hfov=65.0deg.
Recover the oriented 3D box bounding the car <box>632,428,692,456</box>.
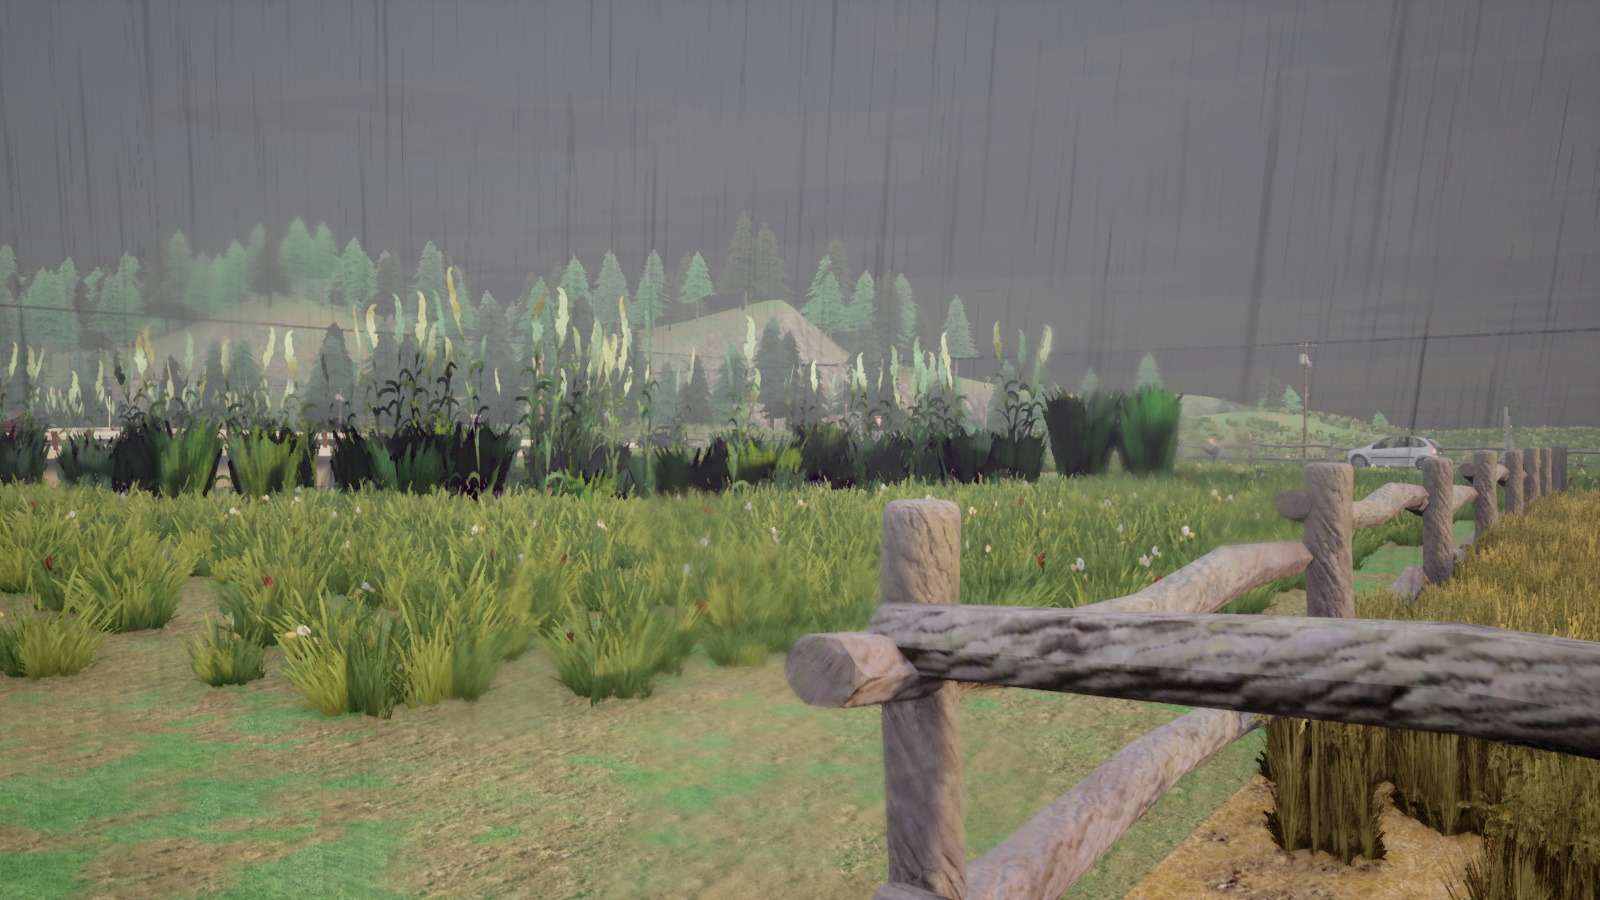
[{"bbox_3d":[-9.416,-0.571,85.753,3.866,1.878,1.905,0,1,40],"label":"car"}]

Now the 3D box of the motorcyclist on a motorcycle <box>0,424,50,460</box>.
[{"bbox_3d":[-34.300,-0.358,55.104,0.866,1.530,2.191,0,2,41],"label":"motorcyclist on a motorcycle"}]

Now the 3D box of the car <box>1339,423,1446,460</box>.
[{"bbox_3d":[26.494,-0.378,56.165,3.988,1.617,1.851,0,1,39],"label":"car"}]
